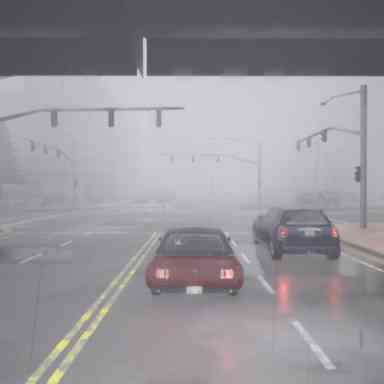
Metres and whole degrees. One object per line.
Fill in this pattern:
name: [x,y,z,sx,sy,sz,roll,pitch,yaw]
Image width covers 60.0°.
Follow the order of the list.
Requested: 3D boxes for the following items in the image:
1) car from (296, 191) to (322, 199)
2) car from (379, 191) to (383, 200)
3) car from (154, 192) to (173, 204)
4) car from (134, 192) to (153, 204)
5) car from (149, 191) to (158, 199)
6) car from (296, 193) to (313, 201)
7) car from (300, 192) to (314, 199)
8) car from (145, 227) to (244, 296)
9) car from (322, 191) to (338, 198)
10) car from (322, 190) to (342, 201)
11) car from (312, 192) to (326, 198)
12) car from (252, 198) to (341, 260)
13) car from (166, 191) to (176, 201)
car: [16.641,0.805,48.260,1.932,1.855,4.605,0,0,0]
car: [39.084,0.678,65.831,1.932,1.855,4.605,0,0,0]
car: [-4.517,1.120,53.279,1.837,1.490,4.892,0,1,0]
car: [-8.016,1.164,53.032,2.033,1.411,5.357,0,0,0]
car: [-8.045,0.728,68.891,2.150,2.045,5.566,0,0,0]
car: [22.187,0.921,65.691,1.970,1.475,3.806,0,0,0]
car: [27.909,0.813,80.810,1.970,1.475,3.806,0,0,0]
car: [0.066,1.539,8.454,1.895,1.301,4.718,0,0,0]
car: [33.487,0.570,80.875,1.932,1.855,4.605,0,0,0]
car: [19.535,0.808,48.214,1.905,1.878,3.866,0,0,0]
car: [30.804,0.781,80.818,1.784,1.438,3.905,0,0,0]
car: [3.579,1.263,12.219,2.097,1.767,4.553,0,0,0]
car: [-4.546,0.726,68.881,2.150,2.045,5.566,0,1,0]
